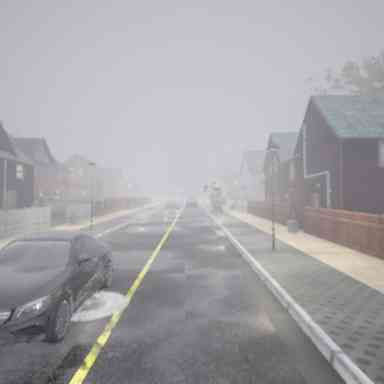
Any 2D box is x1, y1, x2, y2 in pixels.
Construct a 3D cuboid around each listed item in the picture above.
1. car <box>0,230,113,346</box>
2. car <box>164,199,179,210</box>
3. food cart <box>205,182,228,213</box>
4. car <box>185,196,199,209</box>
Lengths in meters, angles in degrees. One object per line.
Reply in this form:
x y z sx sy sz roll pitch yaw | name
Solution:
-2.855 1.555 6.600 1.812 1.442 4.674 0 0 0 | car
-2.863 1.783 47.357 1.812 1.442 4.674 0 0 0 | car
2.926 0.685 40.919 2.280 3.560 4.660 -2 -2 0 | food cart
-0.025 1.752 49.985 1.882 1.535 5.008 0 0 0 | car
